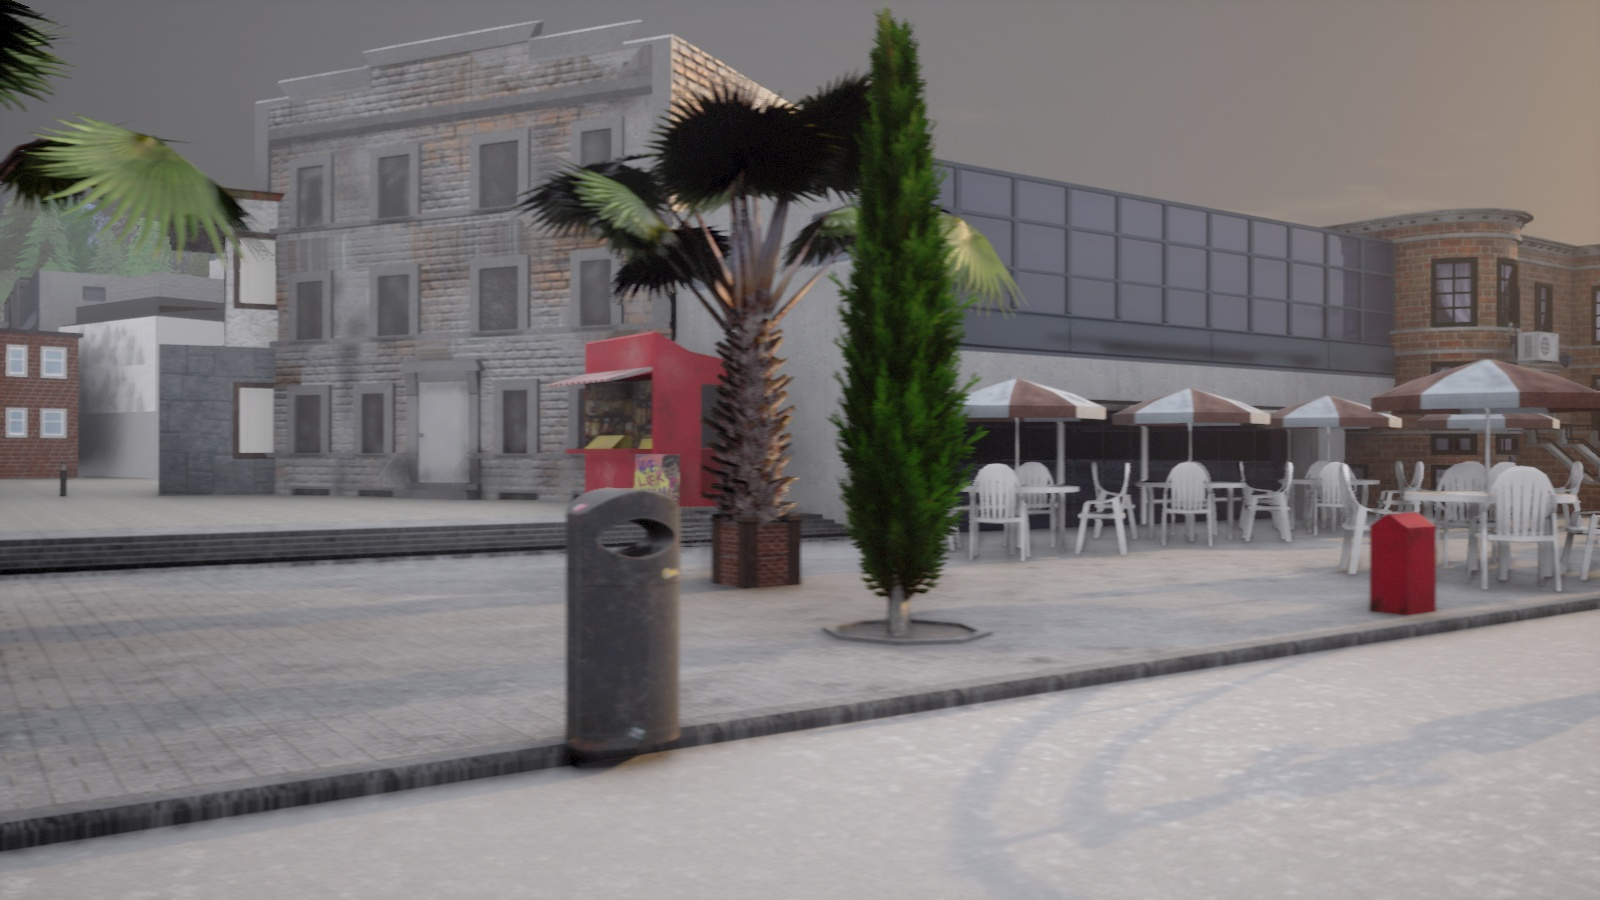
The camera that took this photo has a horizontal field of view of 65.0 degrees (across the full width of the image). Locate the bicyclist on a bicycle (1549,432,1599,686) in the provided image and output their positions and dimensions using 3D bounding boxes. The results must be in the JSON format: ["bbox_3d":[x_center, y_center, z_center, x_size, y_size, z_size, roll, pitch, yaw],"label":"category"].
[{"bbox_3d":[5.762,0.689,8.280,1.509,1.612,0.866,0,0,-35],"label":"bicyclist on a bicycle"}]
